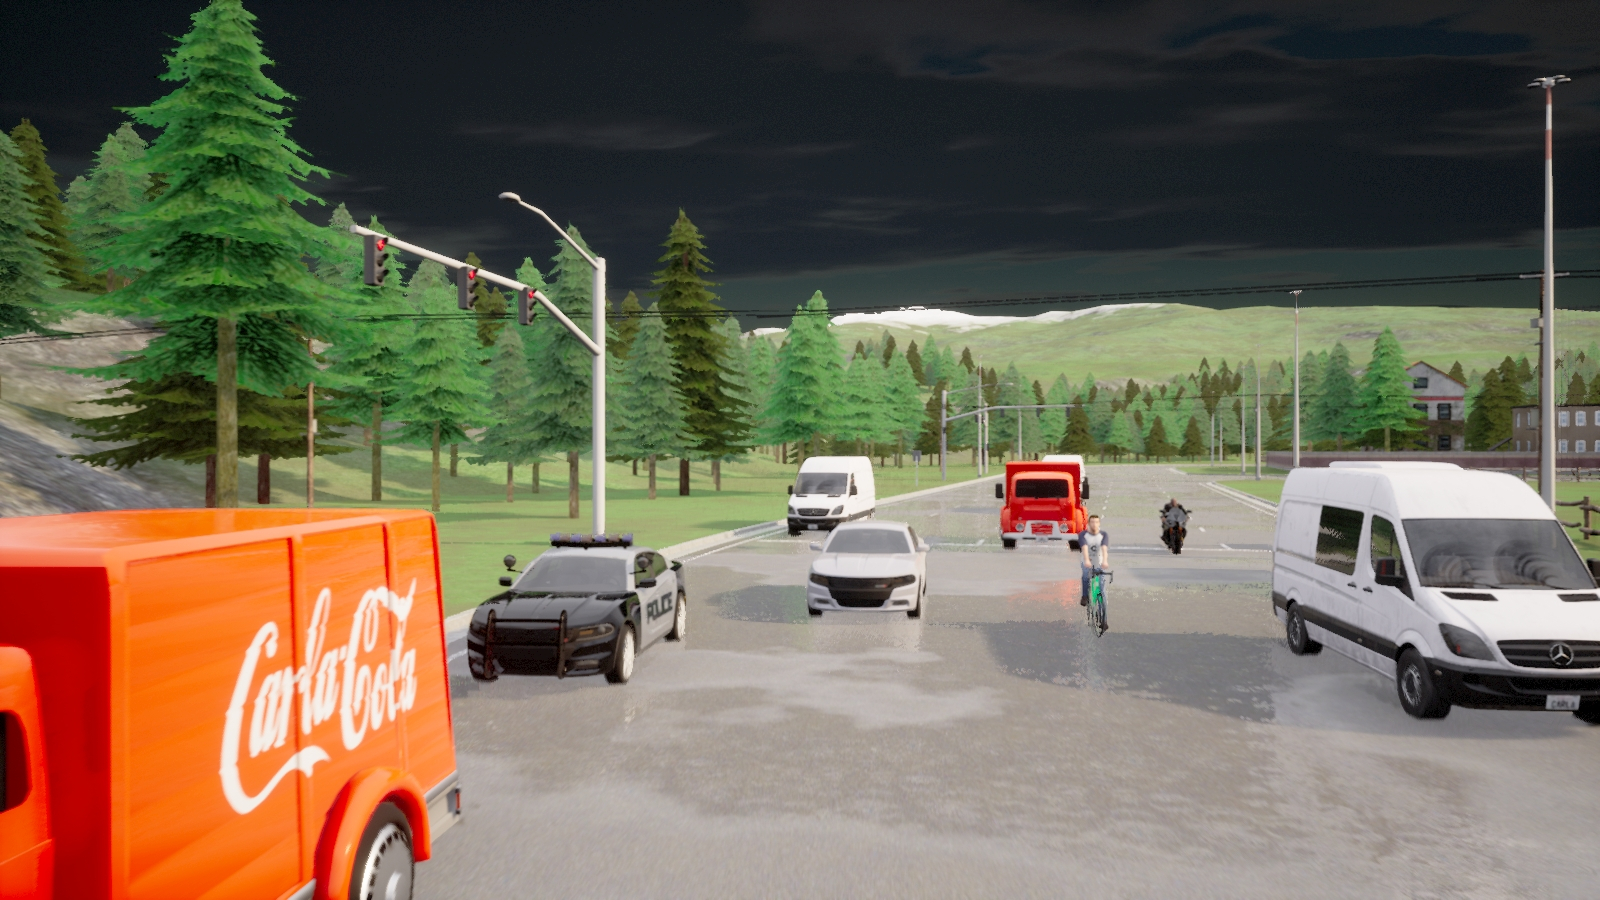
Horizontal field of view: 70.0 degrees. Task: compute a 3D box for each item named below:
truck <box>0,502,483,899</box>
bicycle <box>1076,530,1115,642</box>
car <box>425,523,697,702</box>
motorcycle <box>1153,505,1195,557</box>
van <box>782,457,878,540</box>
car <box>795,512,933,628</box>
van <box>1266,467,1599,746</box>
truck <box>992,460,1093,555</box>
[{"bbox_3d":[-3.452,1.567,4.865,2.627,2.467,5.204,0,0,2],"label":"truck"},{"bbox_3d":[4.524,2.049,17.550,0.373,1.496,1.643,0,0,7],"label":"bicycle"},{"bbox_3d":[-2.921,1.976,15.396,2.097,1.638,5.238,0,0,6],"label":"car"},{"bbox_3d":[10.210,2.193,31.238,0.867,1.251,2.209,0,0,12],"label":"motorcycle"},{"bbox_3d":[1.115,1.519,38.521,1.988,2.561,5.915,0,0,14],"label":"van"},{"bbox_3d":[1.296,2.026,20.572,2.097,1.535,5.006,0,0,8],"label":"car"},{"bbox_3d":[7.573,1.529,13.804,1.988,2.561,5.915,0,0,6],"label":"van"},{"bbox_3d":[7.035,1.556,33.092,2.627,2.467,5.204,0,0,13],"label":"truck"}]
